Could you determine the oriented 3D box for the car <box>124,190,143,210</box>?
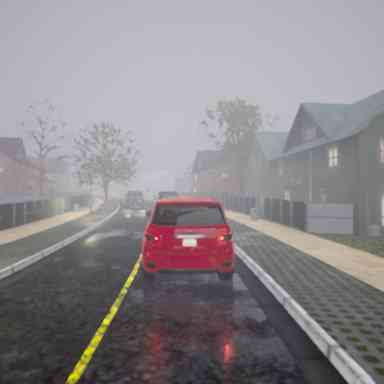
[{"bbox_3d":[-6.460,0.841,37.606,2.150,2.045,5.566,0,1,-11],"label":"car"}]

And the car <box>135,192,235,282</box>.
[{"bbox_3d":[-0.193,1.134,9.680,2.150,2.045,5.566,0,1,-3],"label":"car"}]
